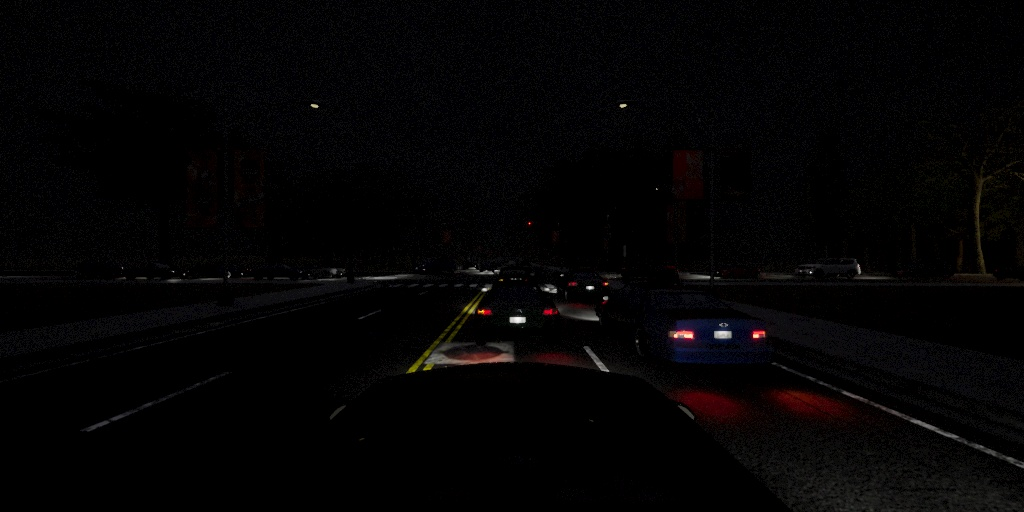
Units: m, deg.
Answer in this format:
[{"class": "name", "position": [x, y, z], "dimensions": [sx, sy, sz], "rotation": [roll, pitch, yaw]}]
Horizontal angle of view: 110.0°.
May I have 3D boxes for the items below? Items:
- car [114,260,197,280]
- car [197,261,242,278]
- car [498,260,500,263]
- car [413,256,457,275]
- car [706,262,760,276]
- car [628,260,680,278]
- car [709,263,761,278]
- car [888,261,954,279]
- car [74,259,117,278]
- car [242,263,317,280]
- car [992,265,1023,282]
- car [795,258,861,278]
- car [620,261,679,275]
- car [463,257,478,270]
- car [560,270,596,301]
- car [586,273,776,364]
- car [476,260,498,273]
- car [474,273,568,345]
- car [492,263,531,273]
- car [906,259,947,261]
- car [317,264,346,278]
[{"class": "car", "position": [-29.716, 1.253, 29.951], "dimensions": [4.674, 1.442, 1.812], "rotation": [0, 0, -1]}, {"class": "car", "position": [-27.222, 1.343, 33.225], "dimensions": [4.718, 1.301, 1.895], "rotation": [0, 0, -1]}, {"class": "car", "position": [-3.323, 1.559, 57.514], "dimensions": [1.895, 1.301, 4.718], "rotation": [0, 0, 0]}, {"class": "car", "position": [-8.915, 1.065, 41.949], "dimensions": [2.150, 2.045, 5.566], "rotation": [2, 0, 36]}, {"class": "car", "position": [24.799, 1.487, 40.319], "dimensions": [4.892, 1.490, 1.837], "rotation": [0, 0, -1]}, {"class": "car", "position": [14.595, 1.277, 36.977], "dimensions": [4.553, 1.767, 2.097], "rotation": [0, 0, -1]}, {"class": "car", "position": [23.229, 1.532, 37.072], "dimensions": [4.181, 1.385, 1.994], "rotation": [0, 0, -2]}, {"class": "car", "position": [42.654, 1.579, 37.181], "dimensions": [4.902, 1.511, 2.128], "rotation": [0, 0, 0]}, {"class": "car", "position": [-37.225, 1.062, 33.136], "dimensions": [4.553, 1.767, 2.097], "rotation": [0, 0, 0]}, {"class": "car", "position": [-19.393, 1.289, 30.058], "dimensions": [4.674, 1.442, 1.812], "rotation": [0, 0, -2]}, {"class": "car", "position": [48.622, 1.619, 33.807], "dimensions": [4.902, 1.511, 2.128], "rotation": [0, 0, 0]}, {"class": "car", "position": [32.671, 1.242, 37.129], "dimensions": [5.566, 2.045, 2.150], "rotation": [0, 0, 0]}, {"class": "car", "position": [12.792, 1.402, 33.905], "dimensions": [4.902, 1.511, 2.128], "rotation": [0, 0, 4]}, {"class": "car", "position": [-6.570, 1.188, 58.488], "dimensions": [2.150, 2.045, 5.566], "rotation": [0, -1, 0]}, {"class": "car", "position": [3.355, 1.345, 17.467], "dimensions": [1.994, 1.385, 4.181], "rotation": [0, 0, 0]}, {"class": "car", "position": [3.353, 1.305, 8.224], "dimensions": [2.033, 1.411, 5.357], "rotation": [0, 0, 0]}, {"class": "car", "position": [-3.218, 1.444, 46.737], "dimensions": [2.033, 1.411, 5.357], "rotation": [0, -1, -2]}, {"class": "car", "position": [0.106, 1.323, 9.572], "dimensions": [1.994, 1.385, 4.181], "rotation": [0, 0, 0]}, {"class": "car", "position": [0.097, 1.289, 18.478], "dimensions": [1.837, 1.490, 4.892], "rotation": [0, 0, 0]}, {"class": "car", "position": [45.921, 1.340, 40.430], "dimensions": [5.566, 2.045, 2.150], "rotation": [0, 0, 0]}, {"class": "car", "position": [-18.080, 1.376, 33.311], "dimensions": [4.718, 1.301, 1.895], "rotation": [0, 0, -1]}]
